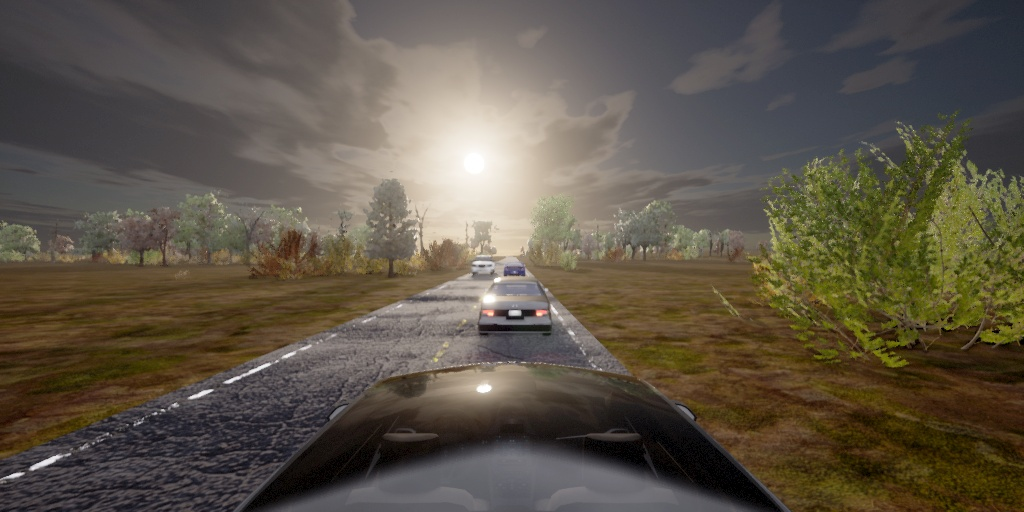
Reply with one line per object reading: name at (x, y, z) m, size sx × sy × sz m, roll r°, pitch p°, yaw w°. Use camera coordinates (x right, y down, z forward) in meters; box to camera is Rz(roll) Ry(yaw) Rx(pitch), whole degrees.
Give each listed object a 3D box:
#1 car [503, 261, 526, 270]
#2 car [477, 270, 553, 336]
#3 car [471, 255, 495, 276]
car at (0.228, 1.208, 32.578) m, size 1.882 × 1.535 × 5.008 m, roll 0°, pitch 0°, yaw 0°
car at (0.118, 1.295, 10.355) m, size 2.033 × 1.411 × 5.357 m, roll 0°, pitch 0°, yaw 1°
car at (-2.949, 0.947, 37.690) m, size 2.150 × 2.045 × 5.566 m, roll 0°, pitch 0°, yaw 0°
